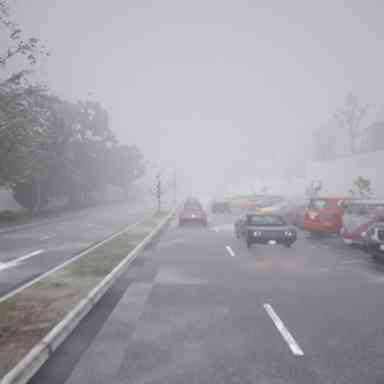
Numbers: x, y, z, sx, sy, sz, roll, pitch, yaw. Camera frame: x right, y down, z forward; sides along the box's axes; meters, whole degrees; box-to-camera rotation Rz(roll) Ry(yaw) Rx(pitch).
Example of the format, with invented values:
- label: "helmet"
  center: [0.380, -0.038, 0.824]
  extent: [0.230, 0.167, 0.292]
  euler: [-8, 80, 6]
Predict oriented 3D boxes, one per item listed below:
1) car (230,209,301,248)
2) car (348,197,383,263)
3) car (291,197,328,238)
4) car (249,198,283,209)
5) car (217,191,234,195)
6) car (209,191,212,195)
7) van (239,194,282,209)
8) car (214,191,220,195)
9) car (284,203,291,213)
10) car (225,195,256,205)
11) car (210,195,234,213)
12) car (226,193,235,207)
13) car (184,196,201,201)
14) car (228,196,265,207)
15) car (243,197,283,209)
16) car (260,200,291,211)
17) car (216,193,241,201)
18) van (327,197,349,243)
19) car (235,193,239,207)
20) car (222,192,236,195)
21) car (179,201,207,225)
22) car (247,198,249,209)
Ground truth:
- label: "car"
  center: [3.082, 1.638, 14.990]
  extent: [1.895, 1.301, 4.718]
  euler: [0, 0, 0]
- label: "car"
  center: [8.037, 1.264, 10.305]
  extent: [5.566, 2.045, 2.435]
  euler: [1, 0, -20]
- label: "car"
  center: [8.081, 1.279, 16.301]
  extent: [5.566, 2.045, 2.435]
  euler: [1, 0, -20]
- label: "car"
  center: [7.865, 1.511, 28.156]
  extent: [5.366, 1.575, 1.946]
  euler: [1, 0, -20]
- label: "car"
  center: [8.004, 1.171, 64.021]
  extent: [4.892, 1.521, 2.231]
  euler: [1, 1, -20]
- label: "car"
  center: [7.797, 1.032, 84.835]
  extent: [5.366, 1.575, 1.946]
  euler: [1, 1, -20]
- label: "van"
  center: [7.921, 1.233, 37.128]
  extent: [4.442, 1.987, 1.878]
  euler: [1, 1, -20]
- label: "car"
  center: [8.020, 0.893, 67.021]
  extent: [5.566, 2.045, 2.435]
  euler: [1, 0, -20]
- label: "car"
  center: [8.044, 1.571, 19.272]
  extent: [4.674, 1.452, 2.002]
  euler: [1, 0, -20]
- label: "car"
  center: [8.000, 1.295, 55.082]
  extent: [4.674, 1.452, 2.002]
  euler: [1, 0, -20]
- label: "car"
  center: [3.057, 1.454, 36.058]
  extent: [1.882, 1.535, 5.008]
  euler: [0, 0, 0]
- label: "car"
  center: [7.842, 1.357, 46.067]
  extent: [5.366, 1.575, 1.946]
  euler: [1, 1, -20]
- label: "car"
  center: [0.050, 1.269, 42.114]
  extent: [2.097, 1.767, 4.553]
  euler: [0, 1, 0]
- label: "car"
  center: [8.038, 1.355, 49.129]
  extent: [4.792, 1.488, 2.163]
  euler: [1, 0, -20]
- label: "car"
  center: [8.024, 1.522, 34.198]
  extent: [4.674, 1.452, 2.002]
  euler: [1, 0, -20]
- label: "car"
  center: [8.013, 1.556, 25.229]
  extent: [4.792, 1.488, 2.163]
  euler: [1, 0, -20]
- label: "car"
  center: [7.977, 1.105, 72.972]
  extent: [4.892, 1.521, 2.231]
  euler: [1, 0, -20]
- label: "van"
  center: [7.950, 1.296, 13.258]
  extent: [4.442, 1.987, 1.878]
  euler: [1, 0, -20]
- label: "car"
  center: [7.995, 1.304, 40.156]
  extent: [4.553, 1.767, 2.185]
  euler: [1, 0, -20]
- label: "car"
  center: [7.835, 1.283, 52.033]
  extent: [5.366, 1.575, 1.946]
  euler: [1, 1, -20]
- label: "car"
  center: [0.070, 1.603, 24.637]
  extent: [1.994, 1.385, 4.181]
  euler: [0, 0, 0]
- label: "car"
  center: [8.059, 1.534, 31.226]
  extent: [4.792, 1.488, 2.163]
  euler: [1, 0, -20]
